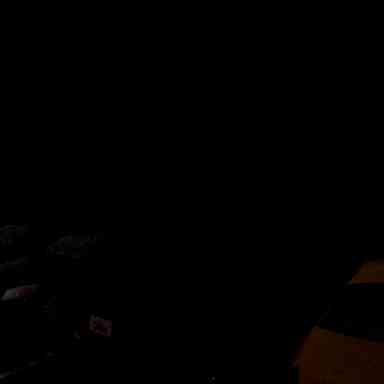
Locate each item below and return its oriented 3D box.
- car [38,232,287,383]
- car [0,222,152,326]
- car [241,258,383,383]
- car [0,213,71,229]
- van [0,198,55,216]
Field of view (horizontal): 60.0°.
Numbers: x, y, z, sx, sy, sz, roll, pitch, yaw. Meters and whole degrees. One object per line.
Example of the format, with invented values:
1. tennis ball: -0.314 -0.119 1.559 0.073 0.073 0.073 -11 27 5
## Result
1. car: 0.357 1.508 5.534 2.163 1.488 4.792 0 0 35
2. car: -2.032 1.506 7.199 2.002 1.452 4.674 0 0 35
3. car: 2.724 1.477 4.045 1.946 1.575 5.366 0 0 35
4. car: -4.303 1.487 8.812 2.002 1.452 4.674 0 0 35
5. van: -6.556 1.205 10.254 1.878 1.987 4.442 0 1 35
